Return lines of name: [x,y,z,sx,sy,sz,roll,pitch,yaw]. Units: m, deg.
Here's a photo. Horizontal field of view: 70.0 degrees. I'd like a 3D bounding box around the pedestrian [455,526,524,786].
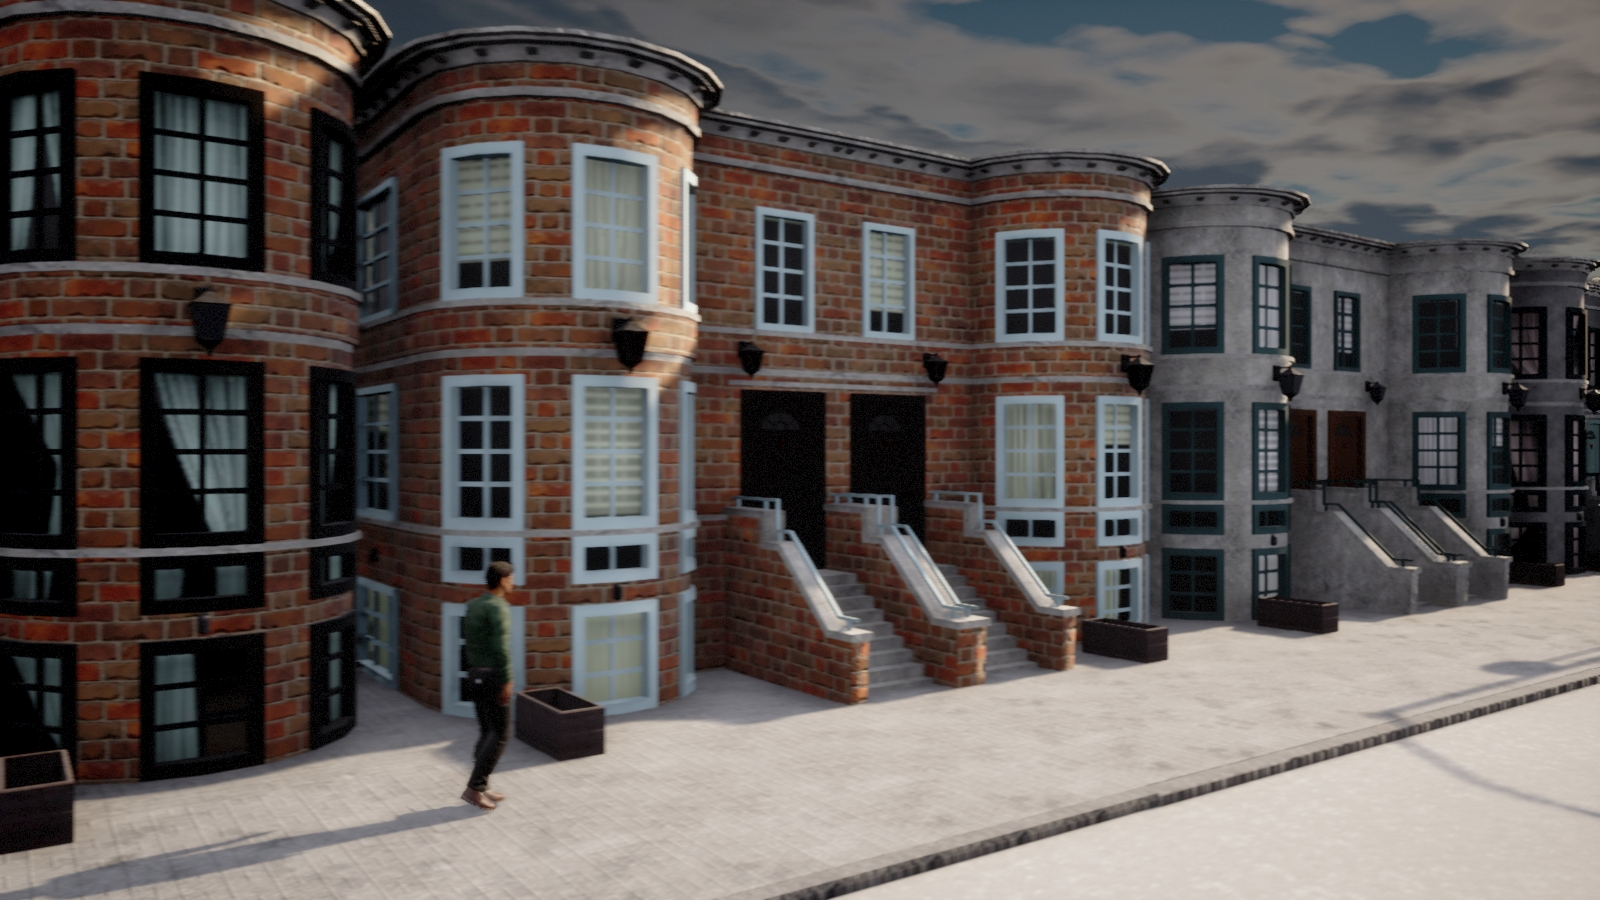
pedestrian: [-2.338,1.523,8.608,0.375,1.860,0.375,0,0,-42]
